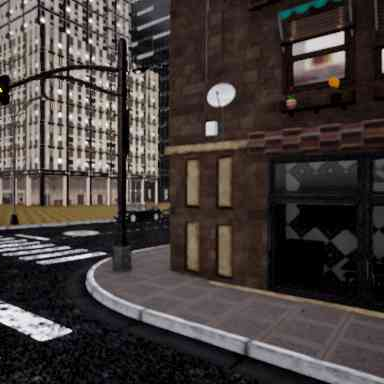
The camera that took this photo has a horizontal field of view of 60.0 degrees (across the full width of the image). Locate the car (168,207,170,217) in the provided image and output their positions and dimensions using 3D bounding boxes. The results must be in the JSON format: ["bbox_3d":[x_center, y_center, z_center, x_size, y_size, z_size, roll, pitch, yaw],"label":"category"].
[{"bbox_3d":[-1.092,1.741,31.064,2.008,1.369,4.403,-1,-1,35],"label":"car"}]

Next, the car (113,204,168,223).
[{"bbox_3d":[-4.301,1.660,26.511,2.008,1.369,4.403,-1,-1,35],"label":"car"}]
